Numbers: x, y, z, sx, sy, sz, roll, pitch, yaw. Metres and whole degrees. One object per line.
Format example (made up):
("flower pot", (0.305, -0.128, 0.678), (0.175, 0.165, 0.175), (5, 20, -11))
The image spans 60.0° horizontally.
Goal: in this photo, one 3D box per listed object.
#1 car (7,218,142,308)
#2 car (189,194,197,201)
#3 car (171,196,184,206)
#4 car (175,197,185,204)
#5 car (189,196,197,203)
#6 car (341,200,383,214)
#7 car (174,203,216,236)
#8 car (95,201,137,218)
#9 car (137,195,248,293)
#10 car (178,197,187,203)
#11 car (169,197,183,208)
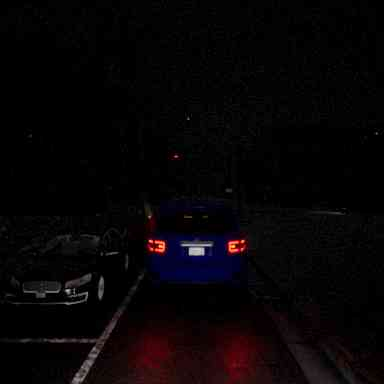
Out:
("car", (-2.612, 1.551, 7.946), (2.008, 1.369, 4.403), (0, 0, 0))
("car", (0.296, 1.486, 86.049), (2.097, 1.767, 4.553), (0, 0, 0))
("car", (-2.445, 1.571, 57.246), (1.967, 1.590, 4.097), (0, 0, 0))
("car", (-2.406, 1.771, 68.624), (1.802, 1.307, 4.206), (0, 0, 0))
("car", (0.260, 1.700, 75.658), (1.882, 1.535, 5.008), (0, 0, 0))
("car", (17.453, 1.465, 33.716), (4.181, 1.385, 1.994), (0, 0, 0))
("car", (0.186, 1.503, 19.532), (2.128, 1.511, 4.902), (0, 0, 1))
("car", (-2.594, 1.319, 13.410), (2.192, 1.841, 5.009), (0, 0, 0))
("car", (0.124, 1.223, 8.991), (2.150, 2.045, 5.566), (0, 0, 1))
("car", (-2.368, 1.809, 80.001), (2.008, 1.369, 4.403), (0, 0, 0))
("car", (-2.465, 1.545, 51.558), (1.967, 1.590, 4.097), (0, 0, 0))
